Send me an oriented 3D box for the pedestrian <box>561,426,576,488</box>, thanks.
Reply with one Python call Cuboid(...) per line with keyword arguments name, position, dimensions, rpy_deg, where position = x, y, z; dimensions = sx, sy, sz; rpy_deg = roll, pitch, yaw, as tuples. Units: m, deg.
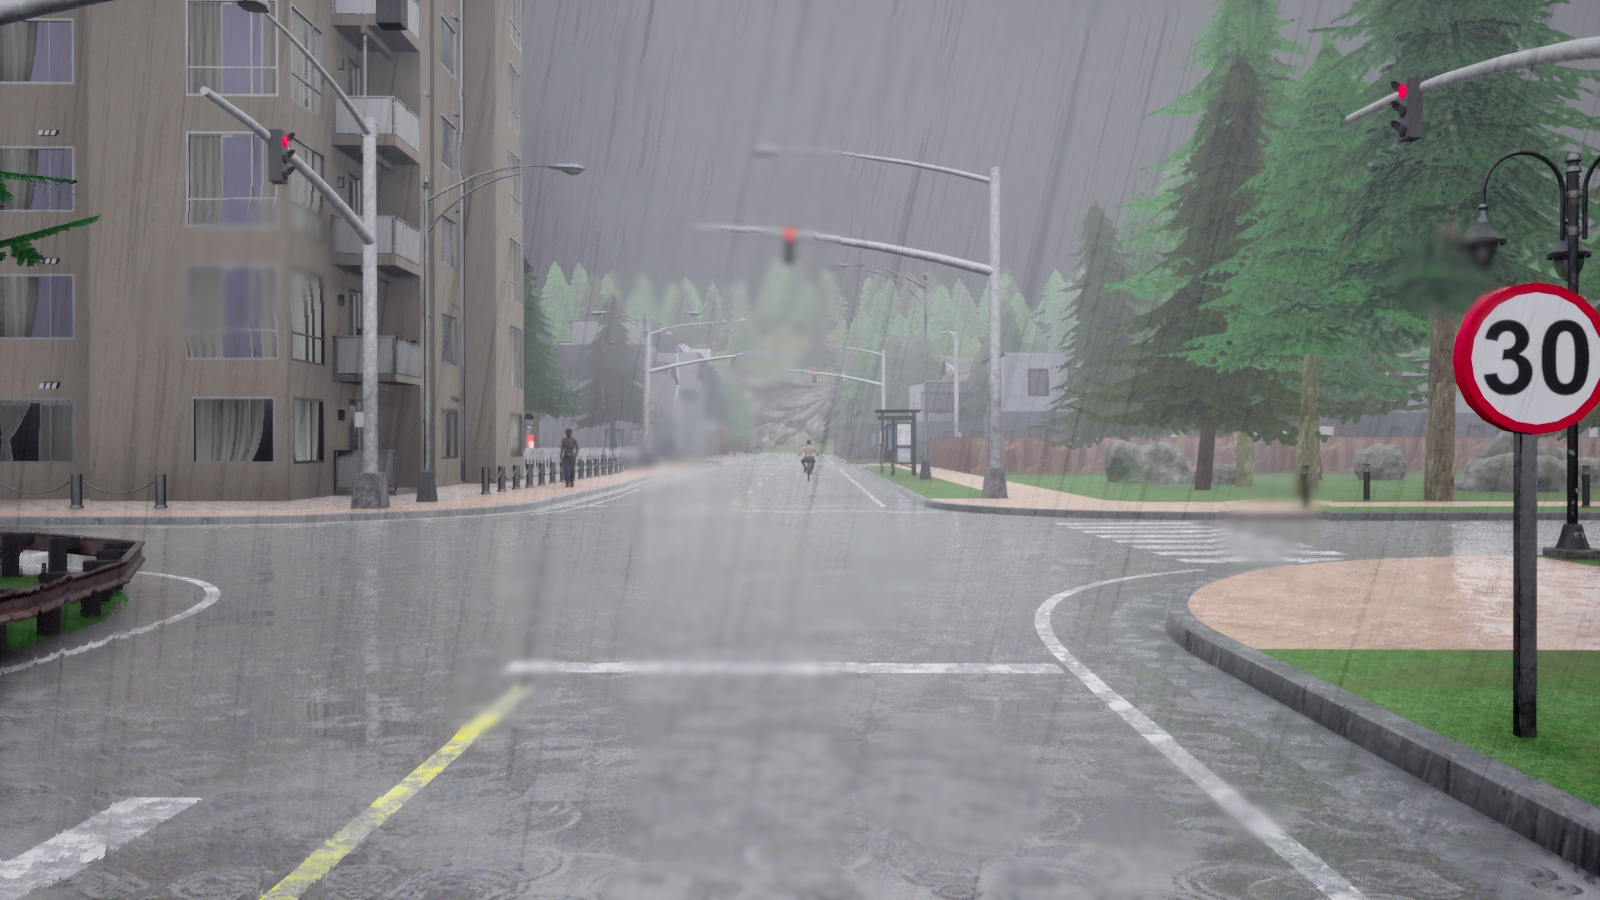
Cuboid(name="pedestrian", position=(-6.831, 0.193, 37.070), dimensions=(0.328, 1.805, 0.869), rpy_deg=(0, 0, -5))
